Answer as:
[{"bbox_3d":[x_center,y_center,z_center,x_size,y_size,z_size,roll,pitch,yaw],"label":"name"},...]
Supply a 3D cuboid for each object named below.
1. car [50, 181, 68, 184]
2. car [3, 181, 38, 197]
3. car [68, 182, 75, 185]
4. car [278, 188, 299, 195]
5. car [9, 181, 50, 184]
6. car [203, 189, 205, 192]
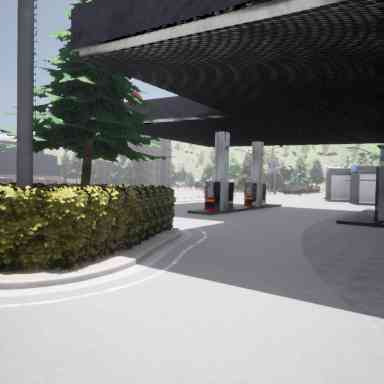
[{"bbox_3d":[-26.947,-1.261,65.396,3.866,1.878,1.905,2,2,35],"label":"car"},{"bbox_3d":[-21.876,-0.468,42.380,4.605,1.855,1.932,2,2,35],"label":"car"},{"bbox_3d":[-25.616,-1.287,68.011,4.605,1.855,1.932,2,2,35],"label":"car"},{"bbox_3d":[22.766,-0.123,78.398,4.892,1.490,1.837,3,2,42],"label":"car"},{"bbox_3d":[-17.326,-0.181,35.174,3.866,1.878,1.905,2,2,35],"label":"car"},{"bbox_3d":[4.716,-0.320,65.620,5.027,1.636,2.152,2,2,35],"label":"car"}]
